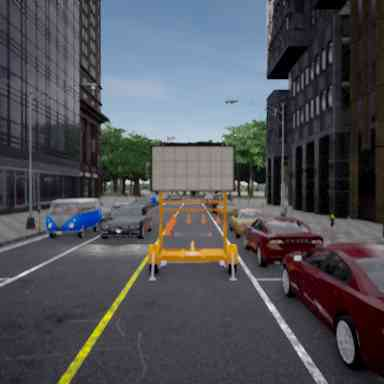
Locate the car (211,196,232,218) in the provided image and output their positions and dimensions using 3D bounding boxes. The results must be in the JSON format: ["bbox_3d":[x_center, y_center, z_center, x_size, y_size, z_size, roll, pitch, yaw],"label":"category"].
[{"bbox_3d":[2.837,1.314,27.407,1.752,1.417,4.829,0,0,0],"label":"car"}]

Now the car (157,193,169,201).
[{"bbox_3d":[-5.584,0.953,65.322,1.967,1.590,4.097,0,0,0],"label":"car"}]

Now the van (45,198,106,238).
[{"bbox_3d":[-5.719,1.214,16.385,1.690,1.788,3.998,0,0,0],"label":"van"}]

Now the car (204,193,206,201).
[{"bbox_3d":[2.882,1.193,43.719,1.752,1.417,4.829,0,0,0],"label":"car"}]

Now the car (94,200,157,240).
[{"bbox_3d":[-3.056,1.378,16.297,1.837,1.490,4.892,0,0,0],"label":"car"}]

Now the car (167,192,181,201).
[{"bbox_3d":[-2.901,1.108,58.599,2.033,1.411,5.357,0,0,1],"label":"car"}]

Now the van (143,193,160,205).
[{"bbox_3d":[-5.644,1.010,43.571,1.690,1.788,3.998,0,0,0],"label":"van"}]

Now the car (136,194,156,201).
[{"bbox_3d":[-5.659,1.275,38.136,1.947,1.339,4.313,0,0,0],"label":"car"}]

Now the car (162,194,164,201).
[{"bbox_3d":[-5.630,1.156,48.841,1.752,1.417,4.829,0,0,0],"label":"car"}]

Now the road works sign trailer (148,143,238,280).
[{"bbox_3d":[0.026,0.389,9.629,2.380,3.560,2.880,0,0,0],"label":"road works sign trailer"}]

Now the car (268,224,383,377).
[{"bbox_3d":[2.776,1.501,5.488,1.887,1.381,4.507,0,0,0],"label":"car"}]

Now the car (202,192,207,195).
[{"bbox_3d":[2.911,1.031,54.423,1.967,1.590,4.097,0,0,0],"label":"car"}]

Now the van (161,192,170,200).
[{"bbox_3d":[-5.569,0.816,70.759,1.690,1.788,3.998,0,0,0],"label":"van"}]

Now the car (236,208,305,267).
[{"bbox_3d":[2.791,1.459,10.925,1.887,1.381,4.507,0,0,0],"label":"car"}]

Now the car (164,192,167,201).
[{"bbox_3d":[-5.614,1.156,54.448,1.947,1.339,4.313,0,0,0],"label":"car"}]

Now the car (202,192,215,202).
[{"bbox_3d":[2.926,0.867,59.860,2.192,1.841,5.009,0,0,0],"label":"car"}]

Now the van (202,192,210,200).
[{"bbox_3d":[2.956,0.816,70.735,1.690,1.788,3.998,0,0,0],"label":"van"}]

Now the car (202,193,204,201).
[{"bbox_3d":[2.896,1.174,48.987,1.887,1.381,4.507,0,0,0],"label":"car"}]

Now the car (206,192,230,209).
[{"bbox_3d":[2.851,1.065,32.673,2.192,1.841,5.009,0,0,0],"label":"car"}]

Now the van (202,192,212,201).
[{"bbox_3d":[2.941,0.854,65.298,1.690,1.788,3.998,0,0,0],"label":"van"}]

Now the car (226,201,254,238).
[{"bbox_3d":[2.807,1.397,16.532,1.752,1.417,4.829,0,0,0],"label":"car"}]
